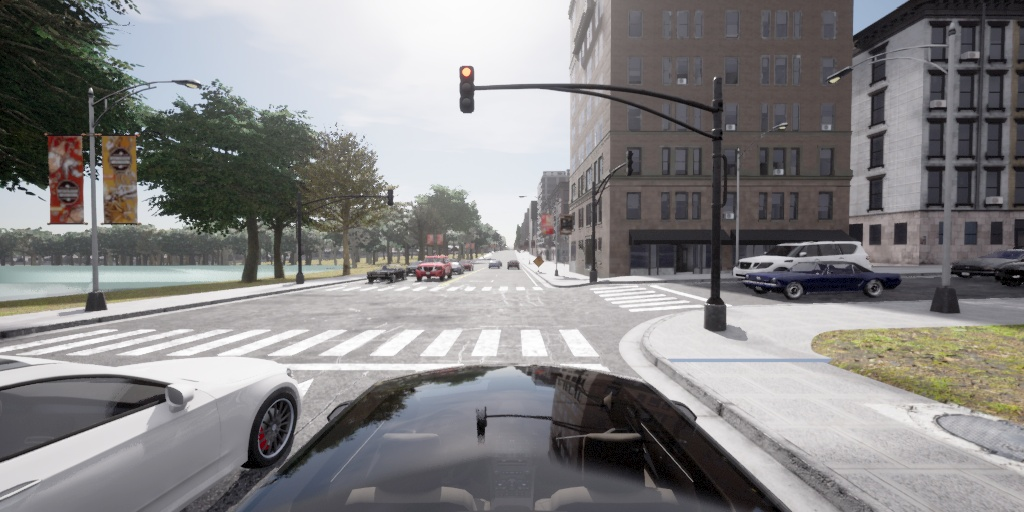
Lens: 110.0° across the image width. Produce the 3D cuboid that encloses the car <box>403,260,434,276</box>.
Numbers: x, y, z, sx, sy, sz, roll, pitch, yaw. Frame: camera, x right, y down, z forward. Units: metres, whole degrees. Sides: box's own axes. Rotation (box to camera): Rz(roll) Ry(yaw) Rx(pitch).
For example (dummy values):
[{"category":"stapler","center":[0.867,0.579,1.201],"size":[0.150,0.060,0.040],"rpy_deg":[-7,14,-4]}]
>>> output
[{"category":"car","center":[-9.763,1.259,37.867],"size":[1.882,1.535,5.008],"rpy_deg":[0,0,0]}]

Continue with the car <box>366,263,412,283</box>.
[{"category":"car","center":[-9.788,1.365,28.464],"size":[1.895,1.301,4.718],"rpy_deg":[0,0,0]}]

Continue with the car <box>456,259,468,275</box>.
[{"category":"car","center":[-6.505,1.350,40.041],"size":[1.994,1.385,4.181],"rpy_deg":[0,0,1]}]

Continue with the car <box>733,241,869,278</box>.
[{"category":"car","center":[13.603,0.353,16.942],"size":[5.566,2.045,2.150],"rpy_deg":[-2,1,-2]}]

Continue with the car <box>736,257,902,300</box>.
[{"category":"car","center":[11.569,0.861,13.652],"size":[4.718,1.301,1.895],"rpy_deg":[-2,1,-1]}]

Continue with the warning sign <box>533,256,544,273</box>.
[{"category":"warning sign","center":[2.939,0.901,39.865],"size":[1.300,1.860,1.060],"rpy_deg":[0,0,0]}]

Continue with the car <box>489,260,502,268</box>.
[{"category":"car","center":[-3.008,1.381,61.381],"size":[2.033,1.411,5.357],"rpy_deg":[0,0,0]}]

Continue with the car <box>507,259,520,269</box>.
[{"category":"car","center":[0.232,1.333,58.506],"size":[1.837,1.490,4.892],"rpy_deg":[0,-1,0]}]

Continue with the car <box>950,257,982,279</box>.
[{"category":"car","center":[24.123,0.391,16.980],"size":[5.357,1.411,2.033],"rpy_deg":[-2,1,0]}]

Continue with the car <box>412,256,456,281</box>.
[{"category":"car","center":[-6.533,0.989,30.653],"size":[2.150,2.045,5.566],"rpy_deg":[0,0,0]}]

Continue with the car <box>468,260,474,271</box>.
[{"category":"car","center":[-6.476,1.289,49.946],"size":[1.882,1.535,5.008],"rpy_deg":[0,0,0]}]

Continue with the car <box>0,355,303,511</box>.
[{"category":"car","center":[-3.167,1.276,1.916],"size":[1.812,1.442,4.674],"rpy_deg":[0,0,0]}]

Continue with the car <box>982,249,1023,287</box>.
[{"category":"car","center":[21.710,0.488,13.718],"size":[4.892,1.490,1.837],"rpy_deg":[-1,1,0]}]
